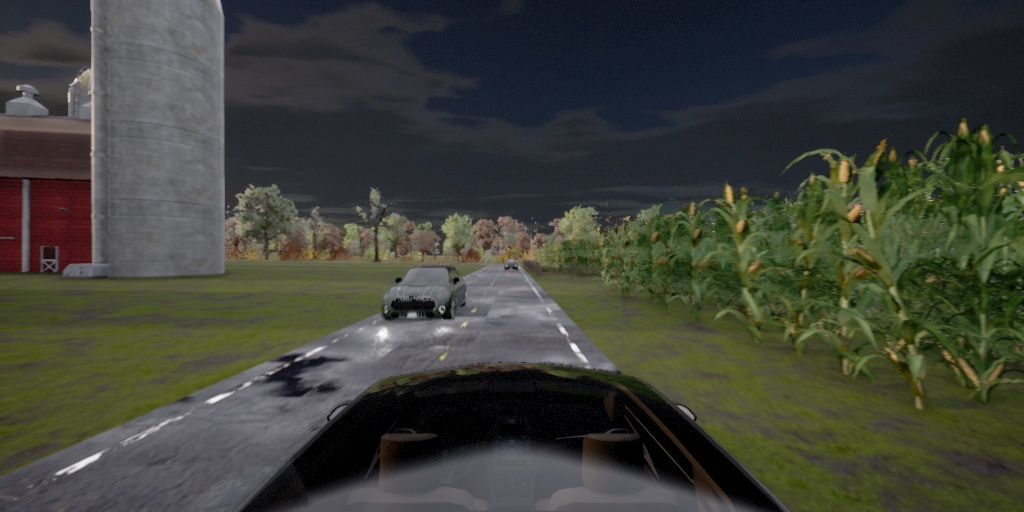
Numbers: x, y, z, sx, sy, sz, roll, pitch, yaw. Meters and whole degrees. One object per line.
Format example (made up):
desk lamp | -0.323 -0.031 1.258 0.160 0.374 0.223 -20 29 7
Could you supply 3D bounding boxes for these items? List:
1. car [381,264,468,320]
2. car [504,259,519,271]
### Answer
car | -2.830 1.098 12.483 2.097 1.767 4.553 0 0 0
car | -0.087 1.336 48.040 1.895 1.301 4.718 0 0 0
